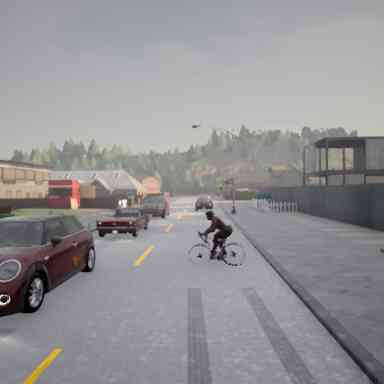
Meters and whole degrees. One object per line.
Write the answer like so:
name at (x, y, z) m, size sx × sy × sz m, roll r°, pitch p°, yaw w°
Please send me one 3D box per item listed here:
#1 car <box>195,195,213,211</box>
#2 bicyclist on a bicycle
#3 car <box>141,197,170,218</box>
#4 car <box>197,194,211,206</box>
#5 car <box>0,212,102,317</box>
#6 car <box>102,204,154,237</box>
car at (1.356, 1.363, 36.611) m, size 1.895 × 1.301 × 4.718 m, roll -1°, pitch 0°, yaw 2°
bicyclist on a bicycle at (0.701, 1.373, 9.651) m, size 1.656 × 1.620 × 0.582 m, roll -2°, pitch 0°, yaw 2°
car at (-3.115, 1.215, 27.903) m, size 2.097 × 1.767 × 4.553 m, roll -1°, pitch 0°, yaw 2°
car at (1.764, 1.161, 48.323) m, size 1.882 × 1.535 × 5.008 m, roll -1°, pitch 0°, yaw 3°
car at (-3.871, 1.350, 7.621) m, size 2.097 × 1.767 × 4.553 m, roll -1°, pitch 0°, yaw 2°
car at (-3.503, 1.532, 17.660) m, size 1.895 × 1.301 × 4.718 m, roll -1°, pitch 0°, yaw 2°
